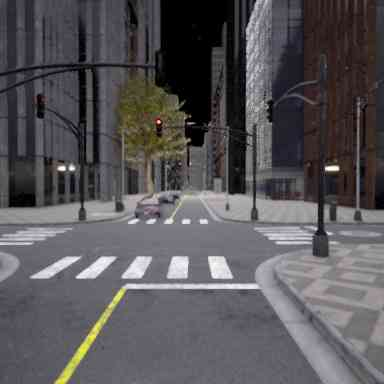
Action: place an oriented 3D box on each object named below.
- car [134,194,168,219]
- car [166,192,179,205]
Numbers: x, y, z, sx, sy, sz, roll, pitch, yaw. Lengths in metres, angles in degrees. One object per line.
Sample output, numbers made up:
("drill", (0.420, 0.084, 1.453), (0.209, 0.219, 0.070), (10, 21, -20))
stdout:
("car", (-3.092, 1.133, 24.915), (1.812, 1.442, 4.674), (0, 1, 0))
("car", (-3.090, 0.915, 41.254), (1.994, 1.385, 4.181), (0, 1, 0))
